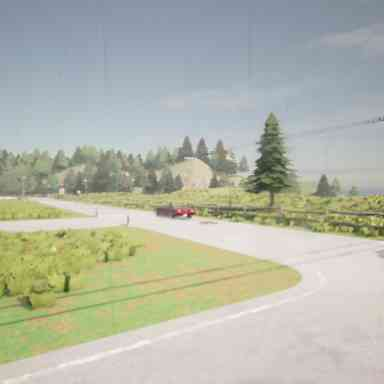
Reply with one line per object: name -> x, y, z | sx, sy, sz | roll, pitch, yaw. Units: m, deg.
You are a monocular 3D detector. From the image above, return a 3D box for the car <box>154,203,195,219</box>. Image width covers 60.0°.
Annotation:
car -> -1.640, 1.593, 29.000 | 1.895, 1.301, 4.718 | 0, 0, -30
